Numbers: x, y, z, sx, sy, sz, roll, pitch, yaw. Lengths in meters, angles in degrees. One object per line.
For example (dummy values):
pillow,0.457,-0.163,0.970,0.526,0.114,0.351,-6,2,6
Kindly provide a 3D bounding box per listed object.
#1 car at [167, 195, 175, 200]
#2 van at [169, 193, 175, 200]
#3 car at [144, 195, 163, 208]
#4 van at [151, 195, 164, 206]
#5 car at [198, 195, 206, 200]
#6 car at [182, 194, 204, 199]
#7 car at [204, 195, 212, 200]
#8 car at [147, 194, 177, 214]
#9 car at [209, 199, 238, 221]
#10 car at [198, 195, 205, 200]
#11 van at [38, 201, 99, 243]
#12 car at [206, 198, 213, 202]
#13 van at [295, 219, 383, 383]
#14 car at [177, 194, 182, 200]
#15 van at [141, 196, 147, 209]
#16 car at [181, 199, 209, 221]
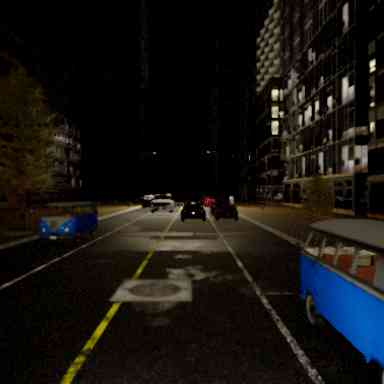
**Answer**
car,-5.683,1.542,89.408,1.947,1.339,4.313,0,0,0
van,-5.683,1.313,95.075,1.690,1.788,3.998,0,0,0
car,-5.687,1.319,49.730,2.192,1.841,5.009,0,0,0
van,-5.686,1.342,55.398,1.690,1.788,3.998,0,0,0
car,2.697,1.520,89.406,1.887,1.381,4.507,0,0,0
car,0.105,1.357,42.289,2.097,1.767,4.553,0,0,0
car,2.694,1.586,49.729,1.802,1.307,4.206,0,0,0
car,-3.095,1.232,35.614,2.150,2.045,5.566,0,0,0
car,2.692,1.551,27.056,1.887,1.381,4.507,0,0,0
car,2.698,1.553,95.074,1.802,1.307,4.206,0,0,0
van,-5.690,1.346,15.721,1.690,1.788,3.998,0,0,0
car,2.692,1.573,32.724,1.947,1.339,4.313,0,0,0
van,2.689,1.343,4.382,1.690,1.788,3.998,0,0,0
car,-2.994,1.319,77.581,2.128,1.511,4.902,0,0,0
van,-5.687,1.347,44.062,1.690,1.788,3.998,0,0,0
car,0.102,1.571,27.322,1.994,1.385,4.181,0,0,0
